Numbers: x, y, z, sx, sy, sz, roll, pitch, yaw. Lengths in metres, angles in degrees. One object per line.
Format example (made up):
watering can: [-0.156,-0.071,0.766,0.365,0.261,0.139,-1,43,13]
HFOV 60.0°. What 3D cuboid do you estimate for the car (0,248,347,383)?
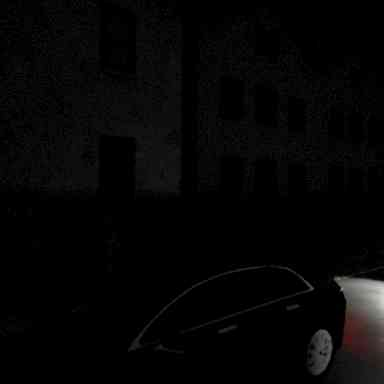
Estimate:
car: [-0.120,1.516,3.897,4.892,1.490,1.837,0,0,-35]
